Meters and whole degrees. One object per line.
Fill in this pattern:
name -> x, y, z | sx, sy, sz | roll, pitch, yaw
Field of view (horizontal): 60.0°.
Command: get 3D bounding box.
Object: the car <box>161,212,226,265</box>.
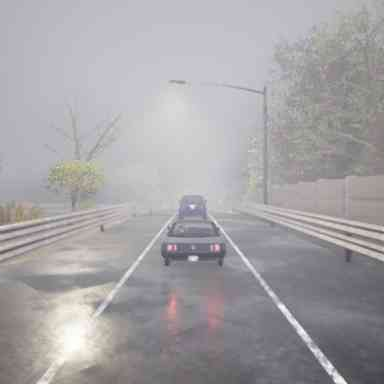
car -> 0.061, 1.590, 11.588 | 1.895, 1.301, 4.718 | 0, 0, 1

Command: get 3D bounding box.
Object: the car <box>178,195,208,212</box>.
car -> 0.070, 1.217, 26.669 | 2.150, 2.045, 5.566 | 0, 0, 1
